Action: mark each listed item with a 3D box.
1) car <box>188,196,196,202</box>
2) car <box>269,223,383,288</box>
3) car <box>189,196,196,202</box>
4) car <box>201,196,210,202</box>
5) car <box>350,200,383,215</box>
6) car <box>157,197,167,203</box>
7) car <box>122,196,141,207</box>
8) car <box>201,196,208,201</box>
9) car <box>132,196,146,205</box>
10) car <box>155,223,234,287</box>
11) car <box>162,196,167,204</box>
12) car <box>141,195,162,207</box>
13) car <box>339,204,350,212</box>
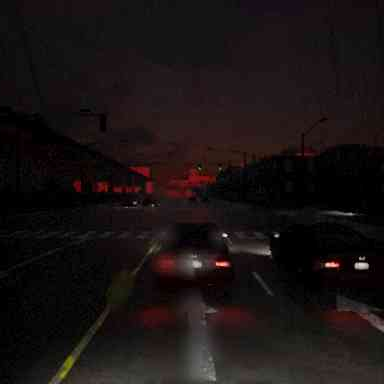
[{"bbox_3d":[0.090,1.892,84.008,2.033,1.411,5.357,0,0,0],"label":"car"},{"bbox_3d":[3.581,1.588,9.402,2.033,1.411,5.357,0,0,1],"label":"car"},{"bbox_3d":[0.101,1.896,94.559,1.837,1.490,4.892,0,0,0],"label":"car"},{"bbox_3d":[3.590,1.907,84.606,1.994,1.385,4.181,0,0,0],"label":"car"},{"bbox_3d":[19.998,1.717,36.131,4.181,1.385,1.994,0,0,0],"label":"car"},{"bbox_3d":[-6.917,1.826,77.833,1.837,1.490,4.892,0,0,0],"label":"car"},{"bbox_3d":[-10.525,1.784,56.458,2.033,1.411,5.357,0,0,0],"label":"car"},{"bbox_3d":[3.601,1.921,94.548,1.812,1.442,4.674,0,0,0],"label":"car"},{"bbox_3d":[-10.457,1.628,65.852,2.097,1.767,4.553,0,0,1],"label":"car"},{"bbox_3d":[0.081,1.588,9.512,2.033,1.411,5.357,0,0,1],"label":"car"},{"bbox_3d":[-6.939,1.830,67.569,2.033,1.411,5.357,0,0,0],"label":"car"},{"bbox_3d":[-7.027,1.462,57.329,2.150,2.045,5.566,0,0,0],"label":"car"},{"bbox_3d":[20.578,1.715,39.636,5.357,1.411,2.033,0,0,0],"label":"car"}]
